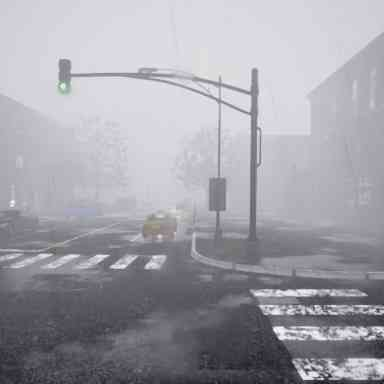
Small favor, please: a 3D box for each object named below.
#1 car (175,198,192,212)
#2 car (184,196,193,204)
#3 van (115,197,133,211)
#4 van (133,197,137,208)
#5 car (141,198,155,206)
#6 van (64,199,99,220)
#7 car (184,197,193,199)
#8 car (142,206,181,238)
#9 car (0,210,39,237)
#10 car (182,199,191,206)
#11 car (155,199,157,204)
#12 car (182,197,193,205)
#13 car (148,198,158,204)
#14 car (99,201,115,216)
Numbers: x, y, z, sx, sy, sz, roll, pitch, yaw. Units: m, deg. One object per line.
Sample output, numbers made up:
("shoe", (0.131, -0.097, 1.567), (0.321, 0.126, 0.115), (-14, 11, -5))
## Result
("car", (-1.378, 1.979, 46.286), (2.008, 1.369, 4.403), (0, 0, 1))
("car", (-0.868, 2.078, 85.108), (2.192, 1.841, 5.009), (0, 0, 1))
("van", (-9.757, 1.667, 46.399), (1.690, 1.788, 3.998), (0, 0, 1))
("van", (-9.684, 1.715, 51.945), (1.690, 1.788, 3.998), (0, 0, 1))
("car", (-9.467, 2.083, 68.579), (1.947, 1.339, 4.313), (0, 0, 1))
("van", (-9.974, 1.522, 29.762), (1.690, 1.788, 3.998), (0, 0, 1))
("car", (-1.160, 2.138, 62.923), (1.947, 1.339, 4.313), (0, 0, 1))
("car", (-1.739, 1.715, 18.729), (1.752, 1.417, 4.829), (0, 0, 1))
("car", (-10.121, 1.667, 18.669), (1.802, 1.307, 4.206), (0, 0, 1))
("car", (-1.087, 2.165, 68.469), (1.887, 1.381, 4.507), (0, 0, 1))
("car", (-9.394, 2.110, 74.126), (1.887, 1.381, 4.507), (0, 0, 1))
("car", (-1.014, 1.983, 74.017), (2.192, 1.841, 5.009), (0, 0, 1))
("car", (-9.322, 2.194, 79.671), (1.802, 1.307, 4.206), (0, 0, 1))
("car", (-9.903, 1.774, 35.306), (1.887, 1.381, 4.507), (0, 0, 1))
